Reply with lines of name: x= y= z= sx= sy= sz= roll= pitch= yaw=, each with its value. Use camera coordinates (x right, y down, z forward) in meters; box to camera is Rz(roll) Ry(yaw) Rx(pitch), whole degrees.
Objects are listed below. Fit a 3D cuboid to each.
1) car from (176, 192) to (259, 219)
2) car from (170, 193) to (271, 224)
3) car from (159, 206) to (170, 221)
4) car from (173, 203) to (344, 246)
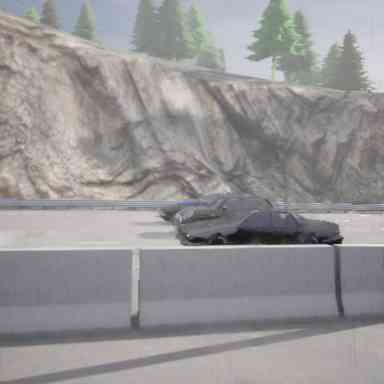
car: x=1.570 y=0.838 z=21.571 sx=5.008 sy=1.535 sz=1.882 roll=1 pitch=2 yaw=-10
car: x=1.551 y=0.932 z=14.433 sx=4.553 sy=1.767 sz=2.097 roll=1 pitch=2 yaw=-11
car: x=0.579 y=1.050 z=17.851 sx=4.718 sy=1.301 sz=1.895 roll=1 pitch=2 yaw=-11
car: x=2.233 y=1.248 z=11.074 sx=5.357 sy=1.411 sz=2.033 roll=1 pitch=2 yaw=-11
